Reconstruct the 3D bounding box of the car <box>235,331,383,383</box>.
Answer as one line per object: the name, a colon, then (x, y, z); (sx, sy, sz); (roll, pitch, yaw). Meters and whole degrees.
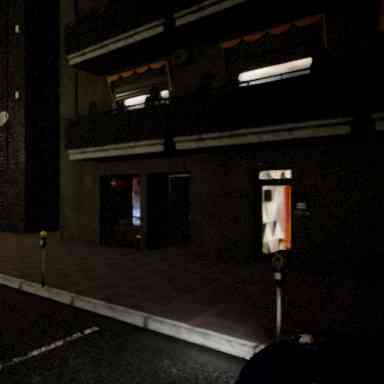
car: (2.430, 1.514, 1.720); (4.674, 1.442, 1.812); (-1, 0, 35)
